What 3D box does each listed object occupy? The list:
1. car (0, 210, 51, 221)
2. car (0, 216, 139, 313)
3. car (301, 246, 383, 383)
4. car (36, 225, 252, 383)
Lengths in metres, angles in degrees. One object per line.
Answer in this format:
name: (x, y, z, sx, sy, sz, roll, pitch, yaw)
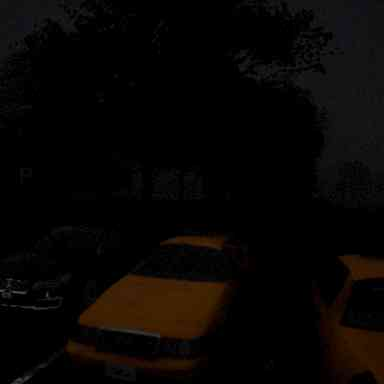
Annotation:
car: (-4.805, 1.279, 9.440, 2.185, 1.767, 4.553, 1, 0, 15)
car: (-2.362, 1.434, 7.765, 2.231, 1.521, 4.892, 1, 0, 15)
car: (2.527, 1.482, 4.495, 1.946, 1.575, 5.366, 0, 0, 15)
car: (0.011, 1.455, 5.861, 1.946, 1.575, 5.366, 1, 0, 15)
